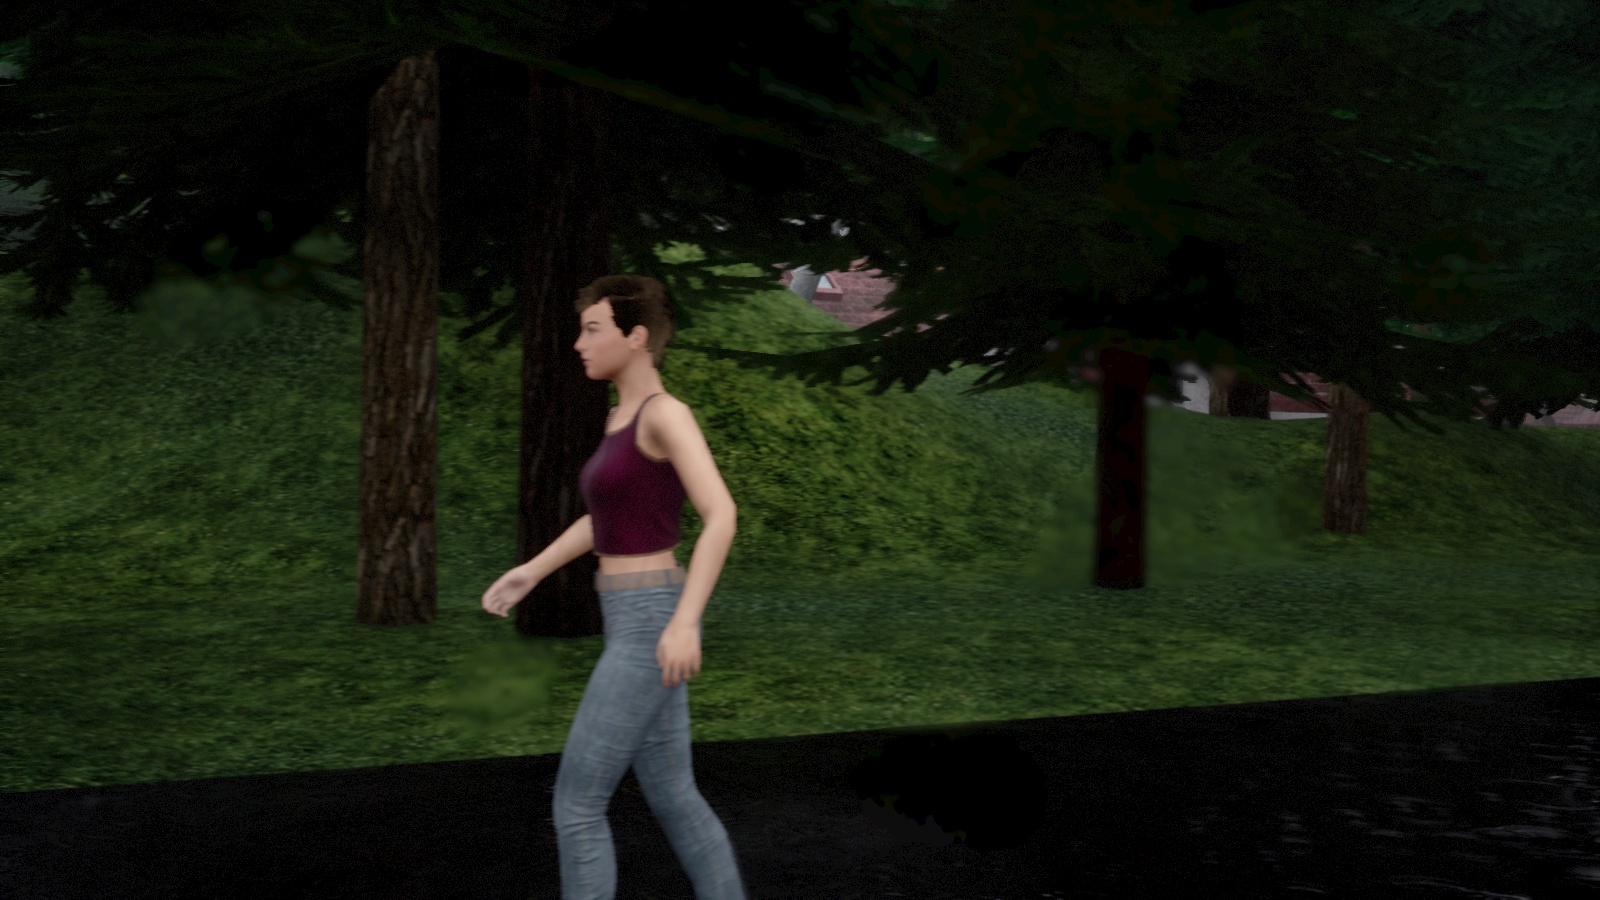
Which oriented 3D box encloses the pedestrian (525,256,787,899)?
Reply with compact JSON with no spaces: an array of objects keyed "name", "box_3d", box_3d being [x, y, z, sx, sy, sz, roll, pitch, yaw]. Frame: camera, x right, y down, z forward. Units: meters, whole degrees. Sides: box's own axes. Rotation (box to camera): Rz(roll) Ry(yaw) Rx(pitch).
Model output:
[{"name":"pedestrian","box_3d":[-0.363,0.473,3.105,0.594,1.836,0.345,0,1,-15]}]
